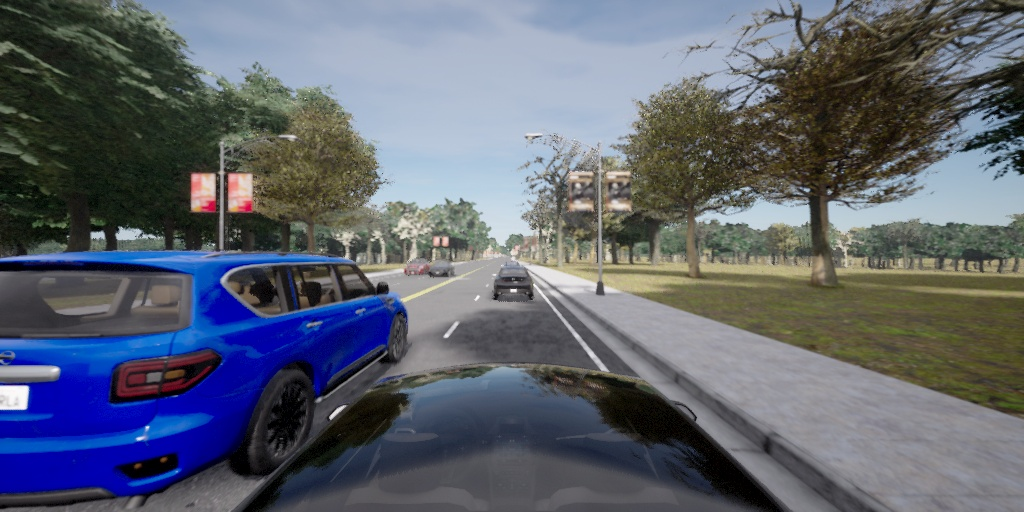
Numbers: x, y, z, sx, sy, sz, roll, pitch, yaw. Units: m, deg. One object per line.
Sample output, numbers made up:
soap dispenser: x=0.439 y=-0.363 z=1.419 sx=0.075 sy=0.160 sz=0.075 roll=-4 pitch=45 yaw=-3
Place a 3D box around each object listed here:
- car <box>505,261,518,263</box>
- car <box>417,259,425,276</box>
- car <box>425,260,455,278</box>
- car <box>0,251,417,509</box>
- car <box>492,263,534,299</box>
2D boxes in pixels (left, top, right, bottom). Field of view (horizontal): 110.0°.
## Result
car: x=-0.032 y=1.271 z=36.702 sx=2.128 sy=1.511 sz=4.902 roll=0 pitch=0 yaw=0
car: x=-9.983 y=1.133 z=38.223 sx=2.097 sy=1.767 sz=4.553 roll=0 pitch=0 yaw=0
car: x=-6.713 y=1.255 z=34.743 sx=1.882 sy=1.535 sz=5.008 roll=0 pitch=0 yaw=0
car: x=-3.153 y=0.972 z=4.904 sx=2.150 sy=2.045 sz=5.566 roll=0 pitch=0 yaw=0
car: x=0.066 y=1.263 z=17.979 sx=1.837 sy=1.490 sz=4.892 roll=0 pitch=0 yaw=0
